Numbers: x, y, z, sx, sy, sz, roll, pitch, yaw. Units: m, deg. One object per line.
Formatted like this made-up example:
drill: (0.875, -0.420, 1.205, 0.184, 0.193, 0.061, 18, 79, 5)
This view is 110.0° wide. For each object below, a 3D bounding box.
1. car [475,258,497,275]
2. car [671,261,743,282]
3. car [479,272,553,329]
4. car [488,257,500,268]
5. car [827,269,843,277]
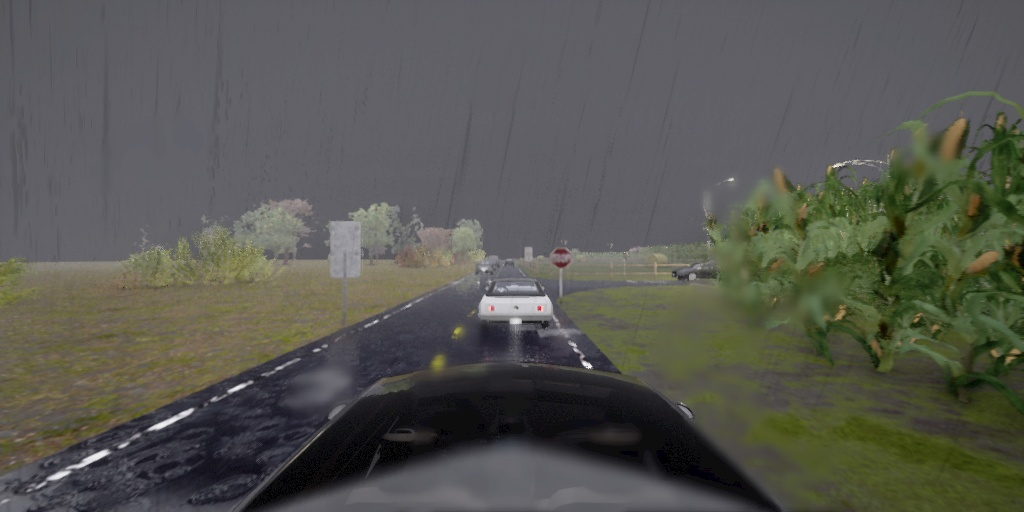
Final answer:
car: (-2.954, 1.229, 39.051, 2.128, 1.511, 4.902, 0, 0, -2)
car: (14.386, 1.112, 26.580, 4.892, 1.490, 1.837, -1, -1, -1)
car: (0.097, 1.345, 11.212, 1.895, 1.301, 4.718, 0, 0, 0)
car: (-3.100, 1.234, 48.988, 2.128, 1.511, 4.902, 0, 0, -1)
car: (24.217, 1.059, 26.731, 5.357, 1.411, 2.033, -1, -1, -1)
